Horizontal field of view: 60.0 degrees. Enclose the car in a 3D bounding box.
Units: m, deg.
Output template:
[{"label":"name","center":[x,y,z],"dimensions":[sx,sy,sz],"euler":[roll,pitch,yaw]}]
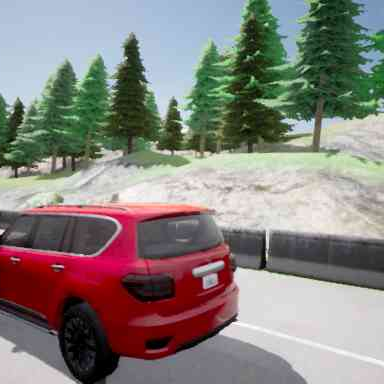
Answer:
[{"label":"car","center":[-1.890,1.209,5.679],"dimensions":[5.566,2.045,2.150],"euler":[-1,-1,38]}]
